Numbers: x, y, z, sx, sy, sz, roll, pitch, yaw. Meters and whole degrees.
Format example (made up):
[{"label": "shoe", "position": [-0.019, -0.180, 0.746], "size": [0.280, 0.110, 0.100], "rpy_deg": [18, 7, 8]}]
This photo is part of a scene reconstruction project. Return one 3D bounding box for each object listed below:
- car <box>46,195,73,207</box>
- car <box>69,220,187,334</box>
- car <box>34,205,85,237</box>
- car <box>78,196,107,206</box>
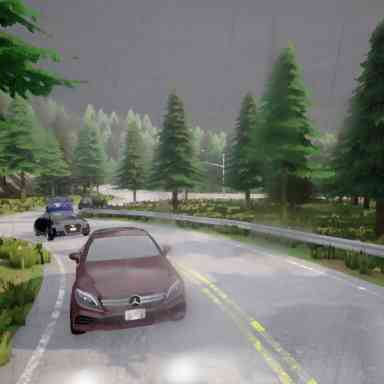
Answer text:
[{"label": "car", "position": [-12.806, 1.326, 32.221], "size": [2.150, 2.045, 5.566], "rpy_deg": [-1, 0, -18]}, {"label": "car", "position": [-1.509, 1.523, 7.044], "size": [1.812, 1.442, 4.674], "rpy_deg": [-2, 0, -17]}, {"label": "car", "position": [-7.024, 1.664, 17.751], "size": [1.994, 1.385, 4.181], "rpy_deg": [-4, 2, -38]}, {"label": "car", "position": [-12.645, 1.289, 42.805], "size": [2.097, 1.767, 4.553], "rpy_deg": [2, 2, 13]}]
